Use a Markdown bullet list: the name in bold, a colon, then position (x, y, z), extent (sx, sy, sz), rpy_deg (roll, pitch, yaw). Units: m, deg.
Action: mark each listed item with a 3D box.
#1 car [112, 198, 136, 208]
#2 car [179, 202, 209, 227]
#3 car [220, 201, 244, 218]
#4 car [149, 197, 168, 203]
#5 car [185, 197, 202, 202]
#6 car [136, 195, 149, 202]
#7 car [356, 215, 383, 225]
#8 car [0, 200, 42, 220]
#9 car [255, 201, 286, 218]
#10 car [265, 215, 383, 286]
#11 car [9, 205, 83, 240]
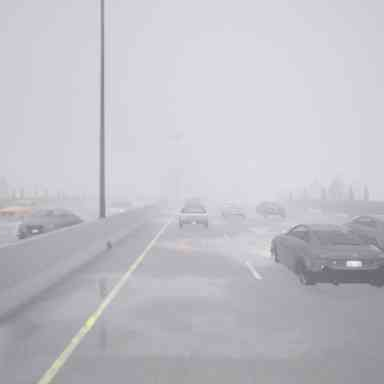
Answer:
- **car**: position (-10.063, 1.603, 48.309), extent (1.895, 1.301, 4.718), rpy_deg (0, 0, 5)
- **car**: position (0.102, 1.602, 22.522), extent (1.895, 1.301, 4.718), rpy_deg (0, 0, 0)
- **car**: position (3.590, 1.527, 30.257), extent (1.812, 1.442, 4.674), rpy_deg (0, 0, 0)
- **car**: position (-5.211, 1.550, 58.268), extent (2.033, 1.411, 5.357), rpy_deg (0, 0, 11)
- **car**: position (0.192, 1.354, 40.726), extent (2.097, 1.767, 4.553), rpy_deg (0, 0, 1)
- **car**: position (-10.092, 1.299, 68.123), extent (1.882, 1.535, 5.008), rpy_deg (0, 0, 14)
- **car**: position (7.102, 1.564, 12.702), extent (1.994, 1.385, 4.181), rpy_deg (0, 0, 0)
- **car**: position (-14.084, 1.479, 27.860), extent (1.882, 1.535, 5.008), rpy_deg (0, 0, 0)
- **car**: position (7.103, 1.549, 30.451), extent (2.033, 1.411, 5.357), rpy_deg (0, 0, 0)
- **car**: position (3.601, 1.564, 9.394), extent (1.994, 1.385, 4.181), rpy_deg (0, 0, 0)
- **car**: position (-7.096, 1.565, 17.012), extent (1.994, 1.385, 4.181), rpy_deg (0, 0, 0)
